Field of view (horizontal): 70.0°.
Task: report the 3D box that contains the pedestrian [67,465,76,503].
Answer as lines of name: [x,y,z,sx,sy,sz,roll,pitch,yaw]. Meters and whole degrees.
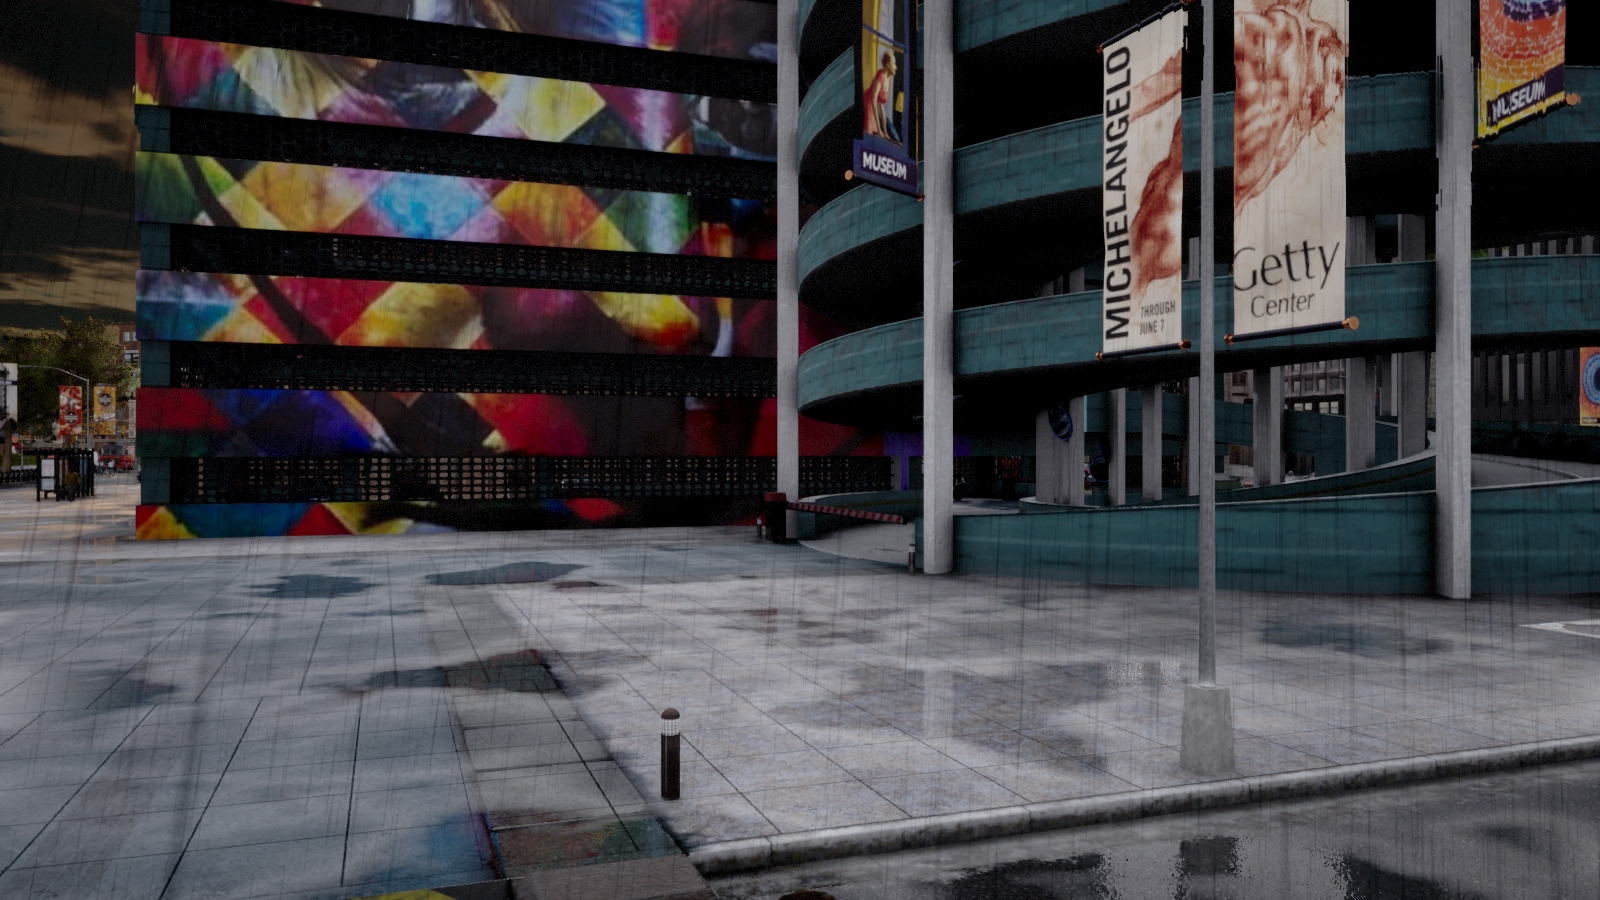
pedestrian: [-36.429,1.691,57.124,0.375,1.860,0.375,0,0,-31]
